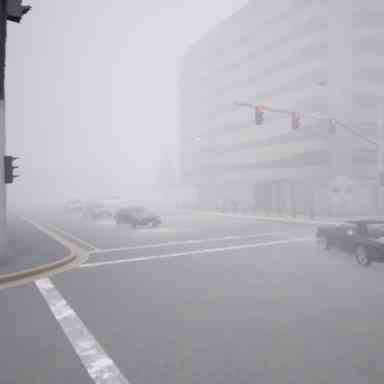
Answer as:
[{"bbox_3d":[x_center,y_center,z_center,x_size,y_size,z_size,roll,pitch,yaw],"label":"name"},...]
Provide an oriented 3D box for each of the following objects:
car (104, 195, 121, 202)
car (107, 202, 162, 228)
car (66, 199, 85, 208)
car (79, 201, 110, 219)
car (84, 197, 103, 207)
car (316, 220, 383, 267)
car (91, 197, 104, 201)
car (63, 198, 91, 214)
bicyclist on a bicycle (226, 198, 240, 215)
[{"bbox_3d":[-12.754,1.560,51.823,2.150,2.045,5.566,0,0,-32],"label":"car"},{"bbox_3d":[-4.072,1.716,23.928,2.033,1.411,5.357,0,0,-32],"label":"car"},{"bbox_3d":[-19.898,1.911,56.749,2.128,1.511,4.902,0,0,-31],"label":"car"},{"bbox_3d":[-9.098,1.842,32.117,1.895,1.301,4.718,0,0,-32],"label":"car"},{"bbox_3d":[-17.742,1.762,59.944,2.097,1.767,4.553,0,0,-32],"label":"car"},{"bbox_3d":[6.006,1.609,11.471,1.895,1.301,4.718,0,0,-1],"label":"car"},{"bbox_3d":[-15.016,1.827,48.817,1.882,1.535,5.008,0,0,-32],"label":"car"},{"bbox_3d":[-14.257,1.667,40.540,2.097,1.767,4.553,0,0,-31],"label":"car"},{"bbox_3d":[3.914,1.422,31.907,1.656,1.620,0.582,-1,0,-32],"label":"bicyclist on a bicycle"}]
